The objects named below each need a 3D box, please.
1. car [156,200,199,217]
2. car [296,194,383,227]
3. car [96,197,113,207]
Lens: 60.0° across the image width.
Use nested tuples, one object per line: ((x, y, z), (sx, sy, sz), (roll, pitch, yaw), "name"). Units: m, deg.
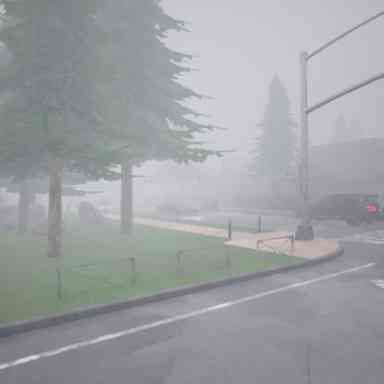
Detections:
((-1.498, 1.514, 31.739), (2.033, 1.411, 5.357), (-1, 0, -35), "car")
((9.864, 1.155, 22.493), (2.150, 2.045, 5.566), (-1, 1, -39), "car")
((-13.715, 1.511, 51.852), (1.994, 1.385, 4.181), (-1, 0, -26), "car")
